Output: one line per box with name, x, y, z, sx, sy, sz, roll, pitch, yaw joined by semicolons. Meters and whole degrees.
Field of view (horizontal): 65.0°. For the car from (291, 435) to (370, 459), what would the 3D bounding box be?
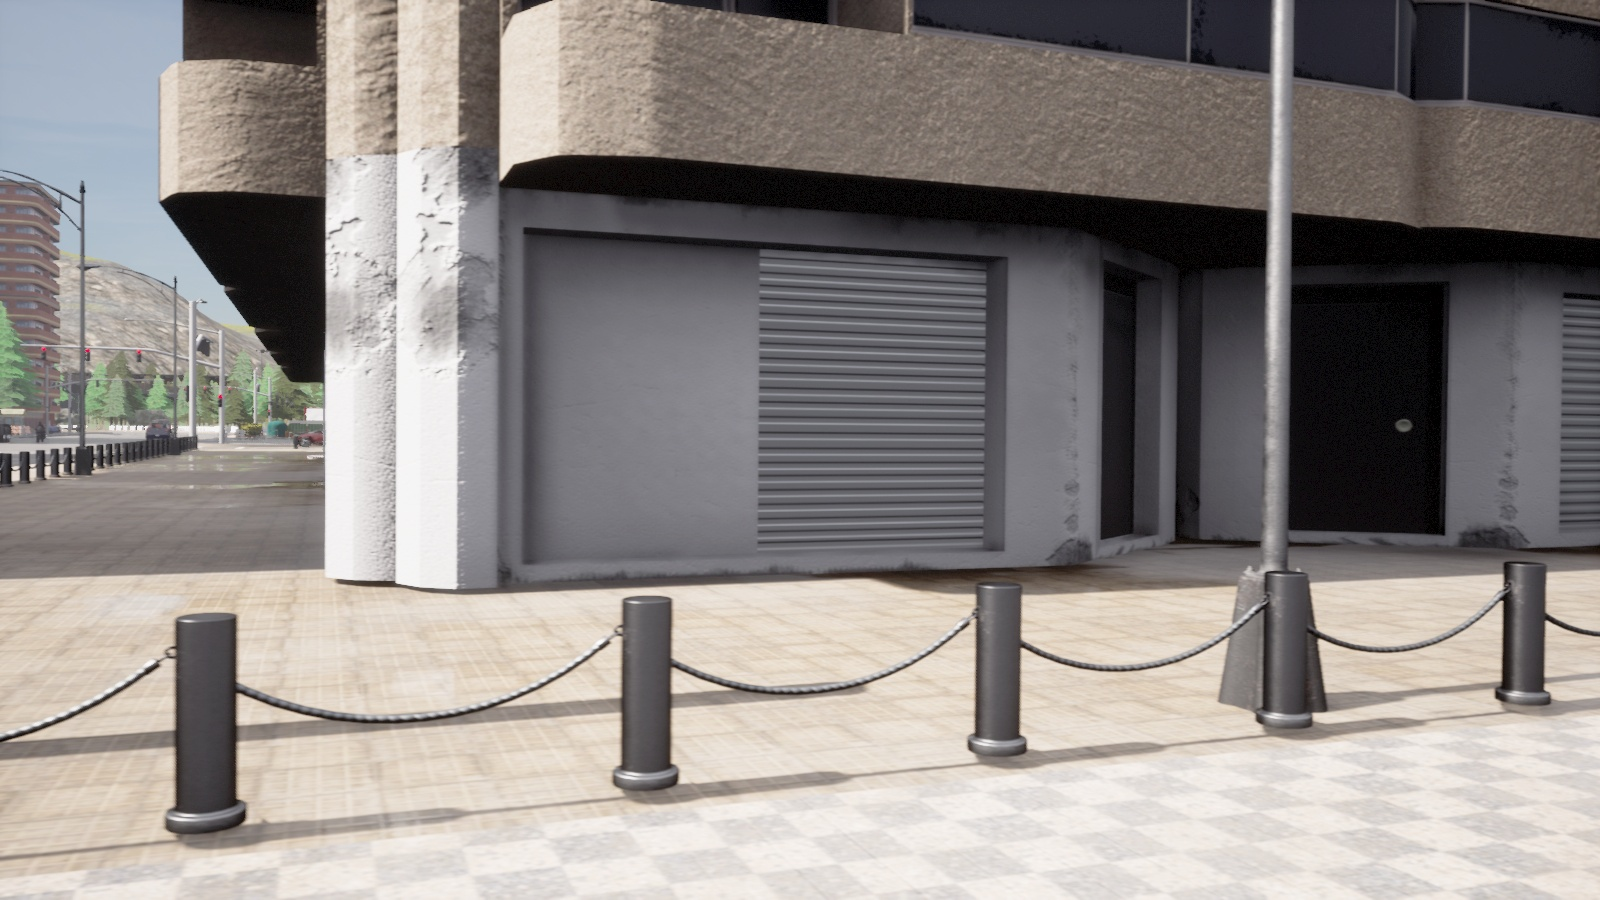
car;-30.961;-0.217;82.830;4.792;1.488;2.163;-1;1;-21
